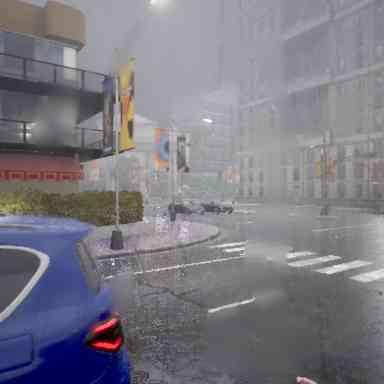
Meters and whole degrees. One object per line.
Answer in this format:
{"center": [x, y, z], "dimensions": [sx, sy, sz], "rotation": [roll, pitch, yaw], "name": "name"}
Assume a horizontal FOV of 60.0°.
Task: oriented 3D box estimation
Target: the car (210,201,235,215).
{"center": [2.204, 1.596, 34.094], "dimensions": [1.895, 1.301, 4.718], "rotation": [0, 0, -35], "name": "car"}

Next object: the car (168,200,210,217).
{"center": [-0.647, 1.522, 32.065], "dimensions": [1.812, 1.442, 4.674], "rotation": [0, 0, -35], "name": "car"}

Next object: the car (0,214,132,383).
{"center": [-3.090, 1.222, 1.786], "dimensions": [5.566, 2.045, 2.150], "rotation": [0, 0, -35], "name": "car"}
